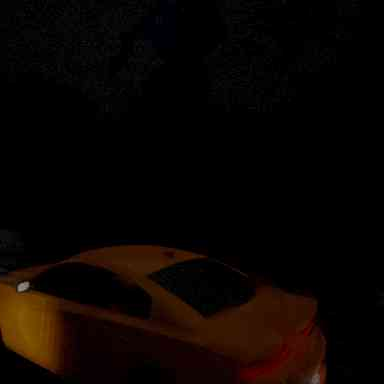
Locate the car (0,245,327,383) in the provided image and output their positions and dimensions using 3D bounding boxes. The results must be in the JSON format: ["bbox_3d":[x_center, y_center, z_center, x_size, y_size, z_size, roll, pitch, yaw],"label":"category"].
[{"bbox_3d":[-0.937,1.457,4.353,5.008,1.535,1.882,0,0,36],"label":"car"}]
